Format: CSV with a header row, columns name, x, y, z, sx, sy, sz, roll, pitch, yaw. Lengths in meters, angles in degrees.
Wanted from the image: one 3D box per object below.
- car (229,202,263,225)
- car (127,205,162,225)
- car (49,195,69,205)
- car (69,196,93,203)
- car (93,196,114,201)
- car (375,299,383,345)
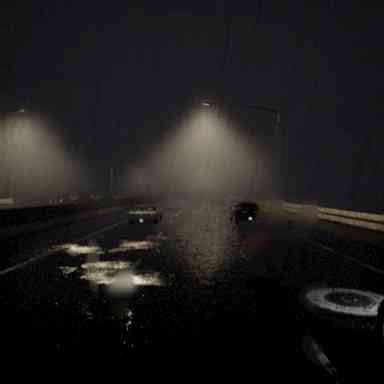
name,x,y,z,sx,sy,sz,roll,pitch,yaw
car,3.780,1.456,23.750,1.837,1.490,4.892,0,0,1
car,-3.224,1.550,23.638,1.895,1.301,4.718,0,0,1
car,-20.272,1.274,51.542,2.097,1.767,4.553,0,0,2
car,-16.769,1.401,51.750,1.882,1.535,5.008,0,0,2
car,-13.266,1.432,51.827,1.837,1.490,4.892,0,0,2
car,3.613,1.557,3.069,1.994,1.385,4.181,0,0,0
